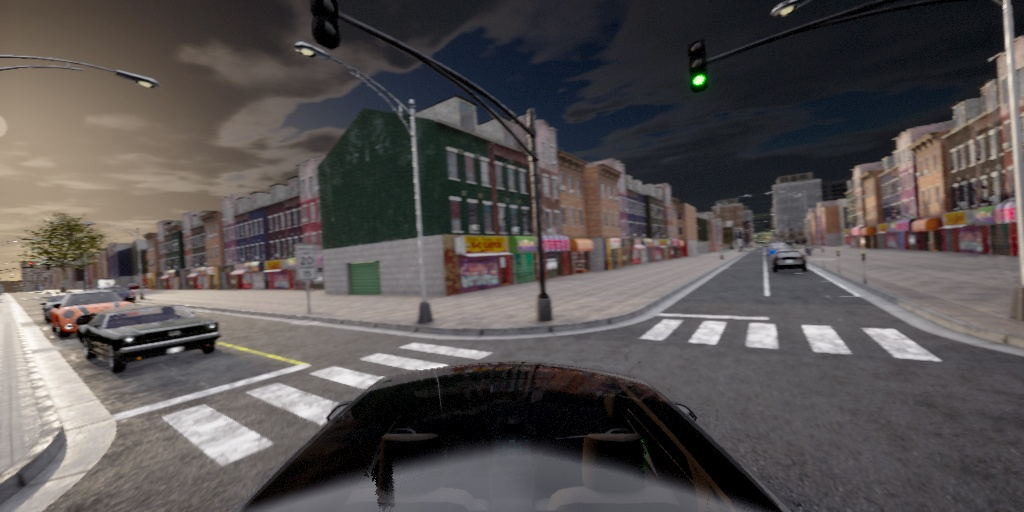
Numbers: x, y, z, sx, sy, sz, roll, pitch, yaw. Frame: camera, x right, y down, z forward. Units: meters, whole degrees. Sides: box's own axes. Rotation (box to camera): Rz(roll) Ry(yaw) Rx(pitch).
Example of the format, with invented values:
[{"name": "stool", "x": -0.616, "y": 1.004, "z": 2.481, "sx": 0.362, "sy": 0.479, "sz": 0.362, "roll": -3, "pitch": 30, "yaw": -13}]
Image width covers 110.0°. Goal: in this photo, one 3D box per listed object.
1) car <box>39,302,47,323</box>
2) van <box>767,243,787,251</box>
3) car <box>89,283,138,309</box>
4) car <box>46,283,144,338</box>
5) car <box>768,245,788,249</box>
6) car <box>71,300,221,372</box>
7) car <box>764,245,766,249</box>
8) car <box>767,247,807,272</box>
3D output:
[{"name": "car", "x": -25.802, "y": 2.923, "z": 20.917, "sx": 4.902, "sy": 1.511, "sz": 2.128, "roll": -4, "pitch": 0, "yaw": 35}, {"name": "van", "x": 27.964, "y": -0.439, "z": 37.512, "sx": 1.690, "sy": 1.789, "sz": 3.998, "roll": 0, "pitch": 0, "yaw": 35}, {"name": "car", "x": -32.471, "y": 3.224, "z": 29.166, "sx": 4.553, "sy": 1.767, "sz": 2.097, "roll": -4, "pitch": 0, "yaw": 36}, {"name": "car", "x": -17.667, "y": 2.255, "z": 15.151, "sx": 4.553, "sy": 1.767, "sz": 2.097, "roll": -4, "pitch": 0, "yaw": 35}, {"name": "car", "x": 21.628, "y": 0.089, "z": 28.476, "sx": 1.751, "sy": 1.417, "sz": 4.829, "roll": 0, "pitch": 0, "yaw": 35}, {"name": "car", "x": -9.683, "y": 1.986, "z": 9.515, "sx": 4.718, "sy": 1.301, "sz": 1.895, "roll": -4, "pitch": 0, "yaw": 33}, {"name": "car", "x": 37.615, "y": -0.973, "z": 51.273, "sx": 2.192, "sy": 1.841, "sz": 5.009, "roll": 0, "pitch": 0, "yaw": 35}, {"name": "car", "x": 18.313, "y": 0.302, "z": 23.750, "sx": 1.948, "sy": 1.339, "sz": 4.313, "roll": 0, "pitch": 0, "yaw": 35}]
